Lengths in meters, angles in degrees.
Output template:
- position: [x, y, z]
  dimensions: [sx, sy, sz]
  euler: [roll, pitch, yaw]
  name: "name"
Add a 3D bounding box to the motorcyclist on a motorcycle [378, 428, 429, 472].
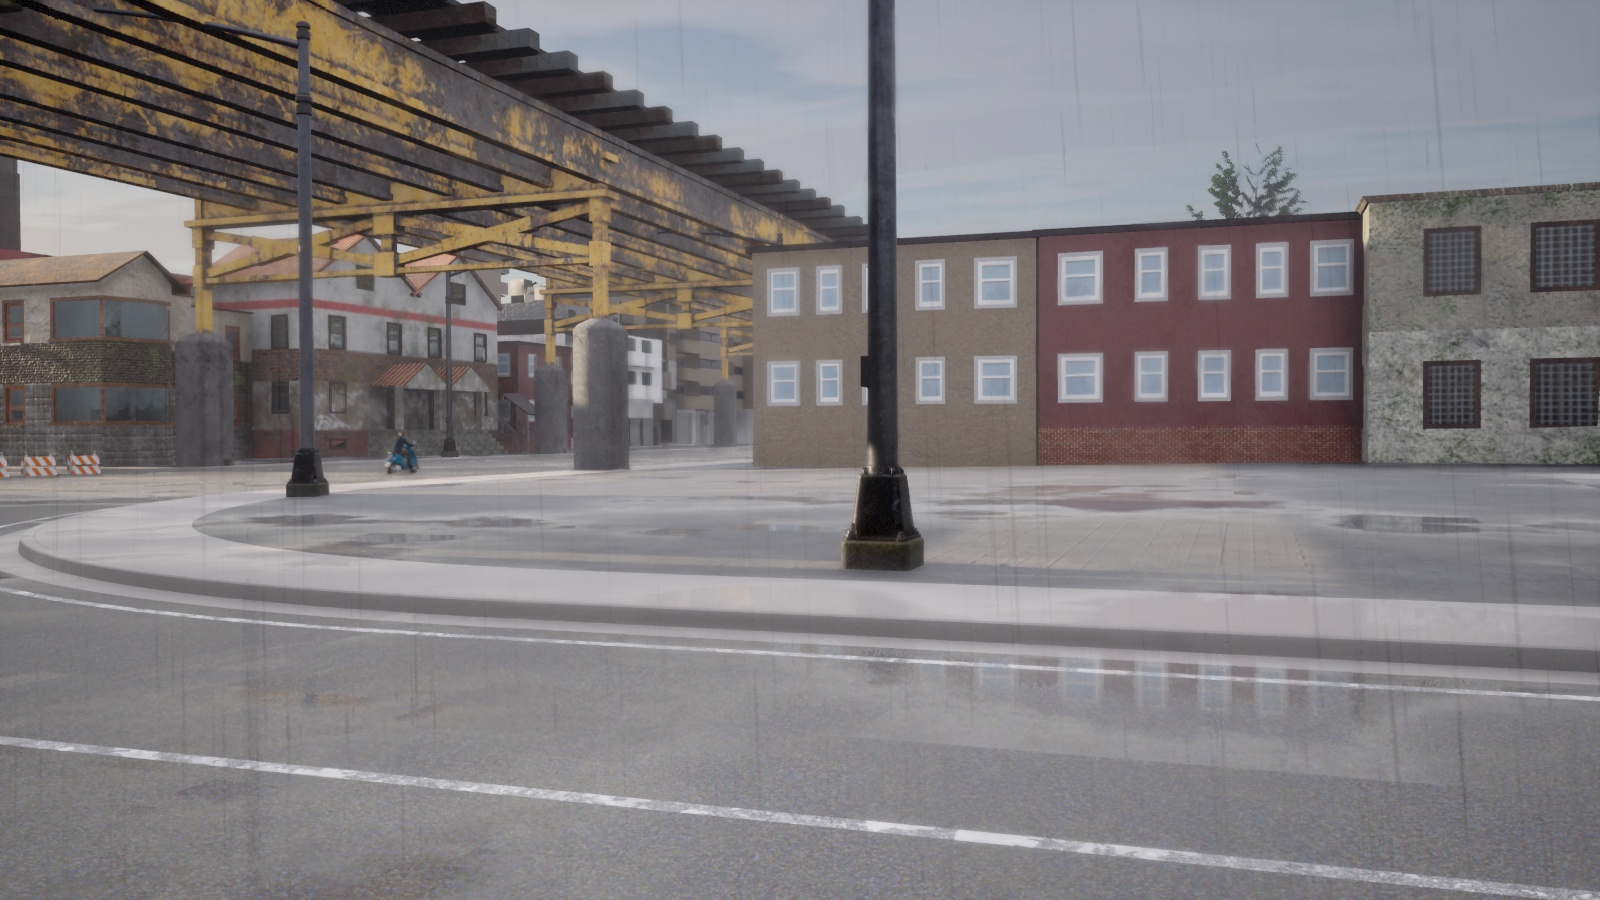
- position: [-14.531, -0.012, 46.037]
  dimensions: [0.866, 1.590, 1.817]
  euler: [1, 1, 20]
  name: "motorcyclist on a motorcycle"
